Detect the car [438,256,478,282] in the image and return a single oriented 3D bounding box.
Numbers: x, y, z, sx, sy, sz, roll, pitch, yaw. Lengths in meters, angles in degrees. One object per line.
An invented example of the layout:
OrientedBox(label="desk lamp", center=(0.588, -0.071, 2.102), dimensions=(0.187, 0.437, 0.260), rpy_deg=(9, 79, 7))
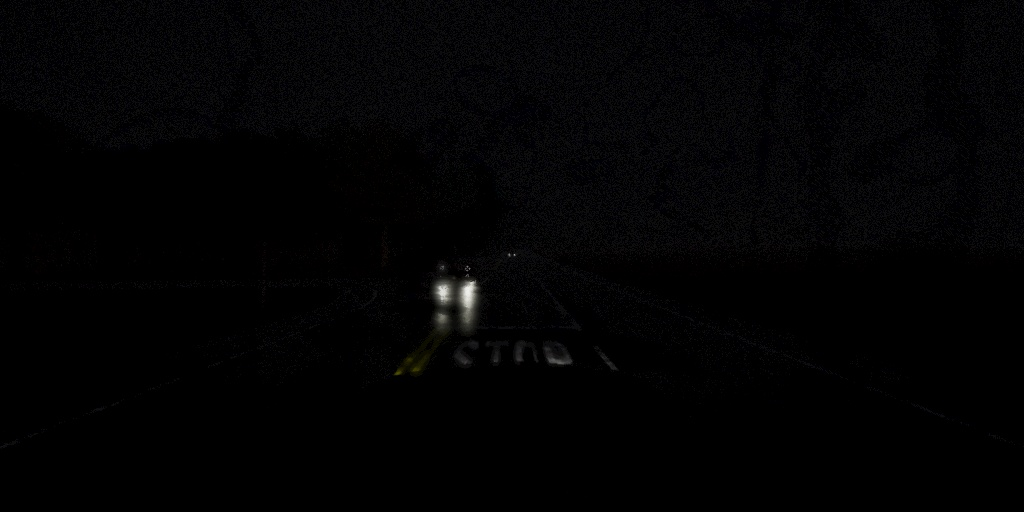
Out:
OrientedBox(label="car", center=(-3.511, 0.785, 23.933), dimensions=(2.097, 1.767, 4.553), rpy_deg=(0, -1, 0))
